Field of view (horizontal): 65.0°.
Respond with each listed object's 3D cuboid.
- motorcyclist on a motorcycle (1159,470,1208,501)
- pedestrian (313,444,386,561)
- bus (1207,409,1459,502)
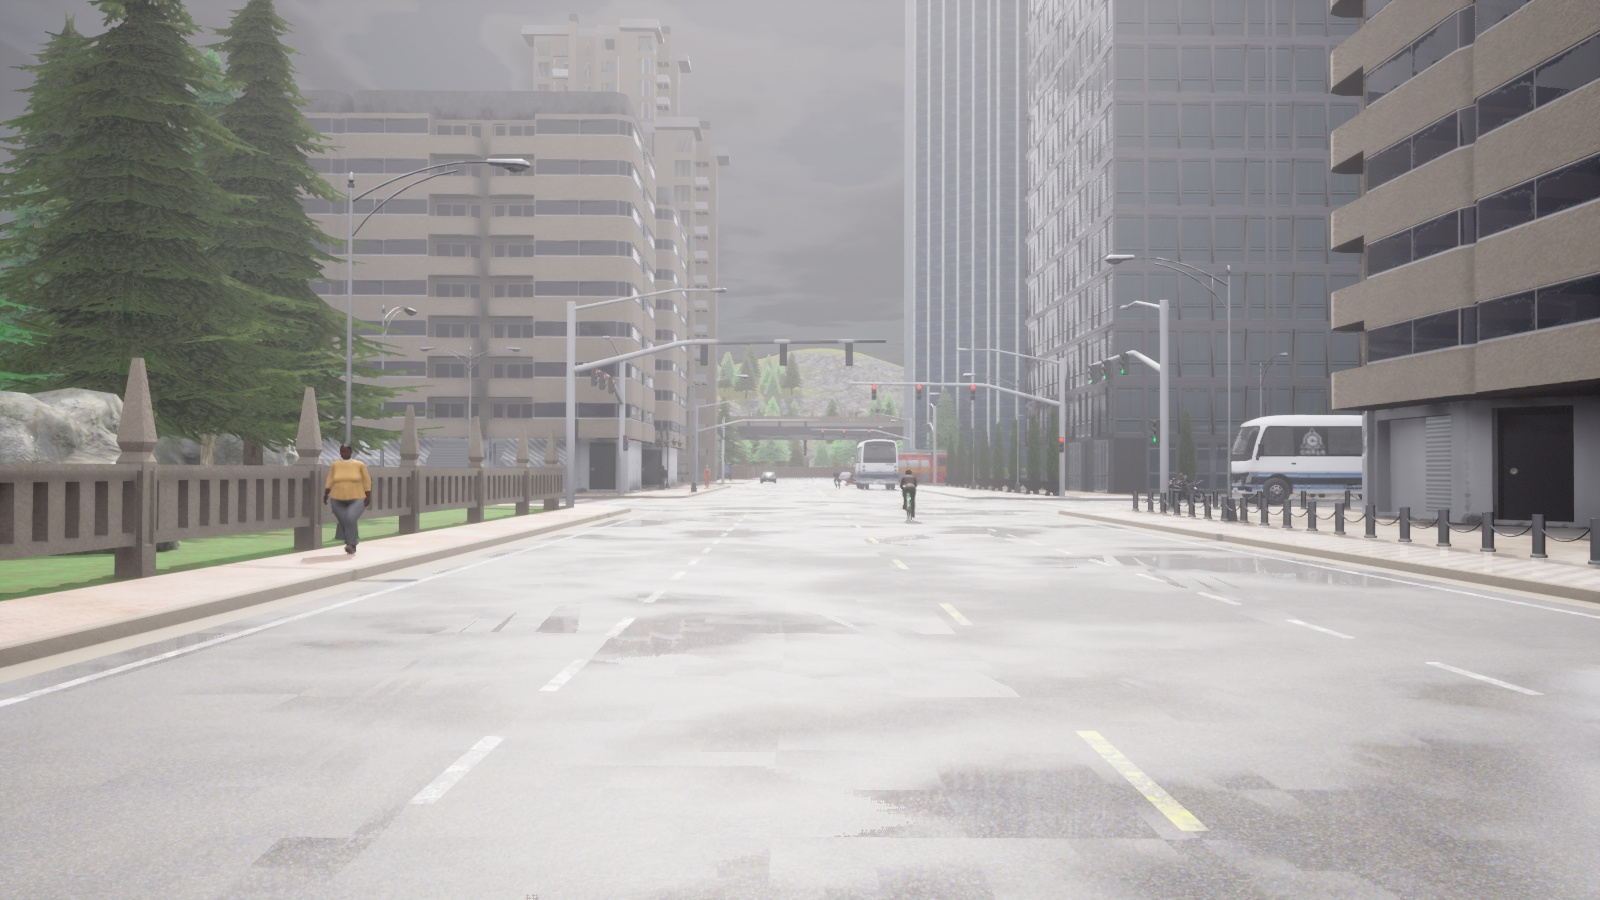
[{"bbox_3d":[19.262,1.773,63.053,2.191,1.530,0.866,0,-1,0],"label":"motorcyclist on a motorcycle"},{"bbox_3d":[-7.293,0.843,20.362,0.874,1.855,0.900,0,-1,-2],"label":"pedestrian"},{"bbox_3d":[25.076,0.280,59.561,10.273,4.253,3.944,0,-1,0],"label":"bus"}]
